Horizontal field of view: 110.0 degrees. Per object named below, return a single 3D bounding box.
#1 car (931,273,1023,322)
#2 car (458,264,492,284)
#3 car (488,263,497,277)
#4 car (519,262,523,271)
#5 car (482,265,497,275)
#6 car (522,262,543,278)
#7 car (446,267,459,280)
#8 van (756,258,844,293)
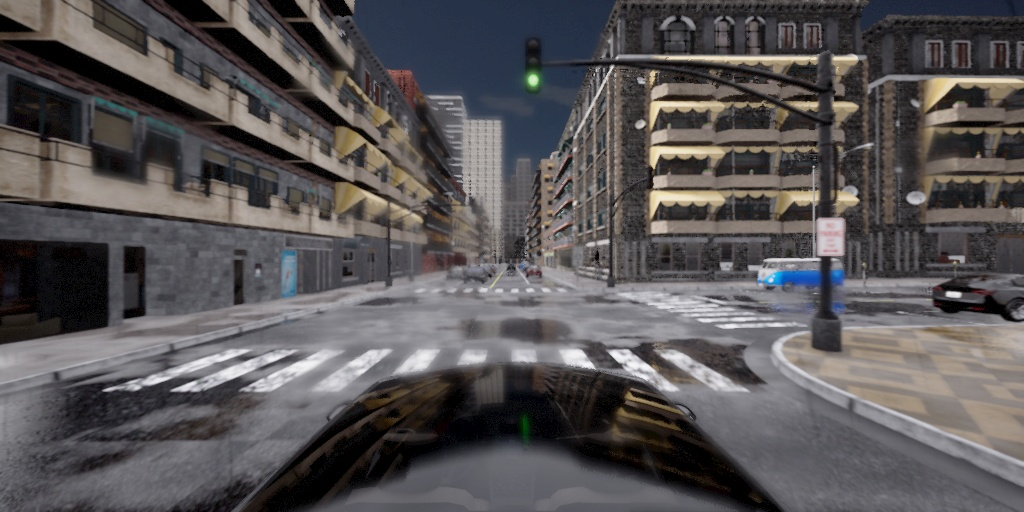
[{"bbox_3d":[15.756,1.200,11.141,4.313,1.339,1.948,0,0,-1],"label":"car"},{"bbox_3d":[-3.156,1.696,31.949,2.033,1.411,5.357,0,-1,0],"label":"car"},{"bbox_3d":[-3.177,1.833,42.033,2.033,1.411,5.357,0,-1,0],"label":"car"},{"bbox_3d":[2.575,2.075,59.475,2.007,1.370,4.403,0,0,0],"label":"car"},{"bbox_3d":[-3.191,2.025,52.141,1.895,1.301,4.718,0,-1,0],"label":"car"},{"bbox_3d":[2.608,1.737,42.894,1.967,1.591,4.097,0,0,0],"label":"car"},{"bbox_3d":[-5.761,1.772,37.355,2.007,1.370,4.403,0,0,0],"label":"car"},{"bbox_3d":[15.621,1.015,19.520,3.998,1.789,1.690,0,0,-1],"label":"van"}]
